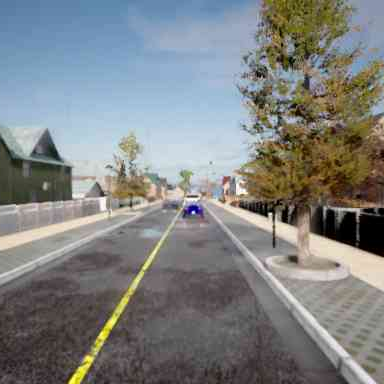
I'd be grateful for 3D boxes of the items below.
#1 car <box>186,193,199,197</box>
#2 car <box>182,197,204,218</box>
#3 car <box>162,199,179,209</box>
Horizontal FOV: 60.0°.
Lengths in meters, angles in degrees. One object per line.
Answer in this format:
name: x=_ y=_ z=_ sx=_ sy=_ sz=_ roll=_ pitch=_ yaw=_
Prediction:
car: x=0.069 y=1.205 z=43.926 sx=2.150 sy=2.045 sz=5.566 roll=0 pitch=0 yaw=1
car: x=0.105 y=1.487 z=29.381 sx=1.812 sy=1.442 sz=4.674 roll=0 pitch=0 yaw=0
car: x=-2.745 y=1.547 z=43.541 sx=1.994 sy=1.385 sz=4.181 roll=0 pitch=0 yaw=0
